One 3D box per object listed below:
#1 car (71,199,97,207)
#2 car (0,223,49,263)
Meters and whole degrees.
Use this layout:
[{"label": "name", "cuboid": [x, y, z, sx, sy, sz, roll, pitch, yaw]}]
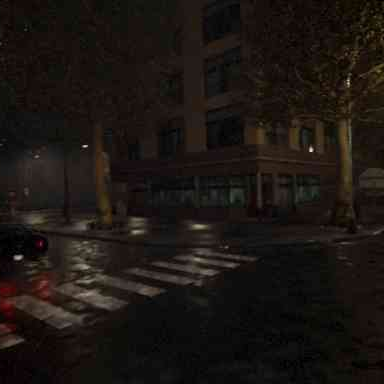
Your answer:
[{"label": "car", "cuboid": [-18.281, 1.894, 57.404, 1.895, 1.301, 4.718, -2, 0, 43]}, {"label": "car", "cuboid": [-6.988, 1.771, 11.674, 4.718, 1.301, 1.895, -2, 0, 41]}]
